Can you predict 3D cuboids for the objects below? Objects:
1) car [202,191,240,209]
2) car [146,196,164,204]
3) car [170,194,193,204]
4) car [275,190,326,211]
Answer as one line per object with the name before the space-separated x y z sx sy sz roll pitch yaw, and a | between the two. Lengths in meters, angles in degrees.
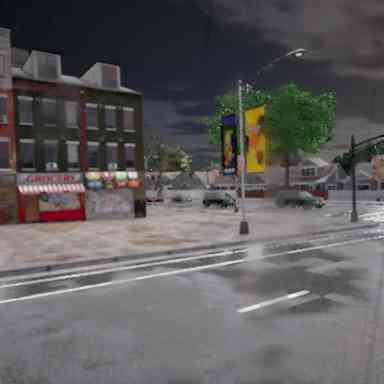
car | 3.565 0.973 41.896 2.150 2.045 5.566 -3 2 -35
car | -6.534 1.316 56.345 1.895 1.301 4.718 -3 2 -35
car | -1.758 1.069 55.152 2.128 1.511 4.902 -3 2 -35
car | 11.615 0.858 36.158 2.150 2.045 5.566 -3 2 -35
